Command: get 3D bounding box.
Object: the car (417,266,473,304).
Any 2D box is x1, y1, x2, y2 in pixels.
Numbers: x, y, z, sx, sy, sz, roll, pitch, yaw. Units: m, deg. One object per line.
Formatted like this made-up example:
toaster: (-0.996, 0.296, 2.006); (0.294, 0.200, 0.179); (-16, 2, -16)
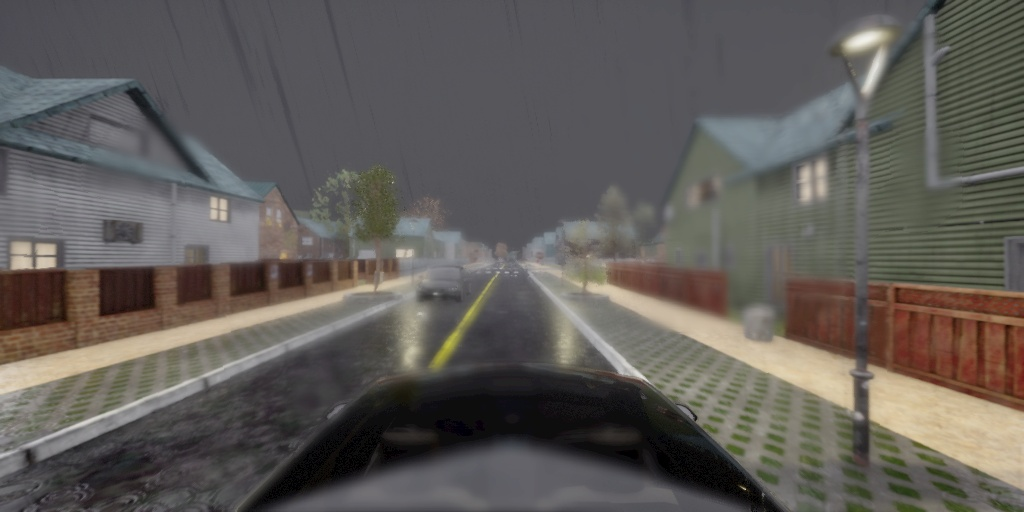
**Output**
car: (-2.849, 1.226, 16.116); (1.837, 1.490, 4.892); (0, 0, 0)
